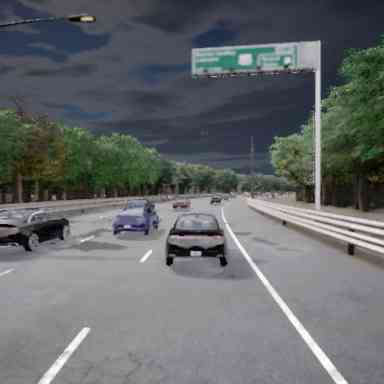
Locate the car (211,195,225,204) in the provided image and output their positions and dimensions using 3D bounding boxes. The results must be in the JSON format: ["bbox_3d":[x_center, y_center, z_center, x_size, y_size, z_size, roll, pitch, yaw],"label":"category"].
[{"bbox_3d":[4.672,1.437,63.390,1.837,1.490,4.892,0,0,8],"label":"car"}]

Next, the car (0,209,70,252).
[{"bbox_3d":[-6.692,1.461,13.702,2.128,1.511,4.902,0,0,2],"label":"car"}]

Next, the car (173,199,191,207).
[{"bbox_3d":[-1.287,1.547,43.836,1.895,1.301,4.718,0,0,6],"label":"car"}]

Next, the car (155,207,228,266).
[{"bbox_3d":[0.179,1.482,11.566,2.128,1.511,4.902,0,0,2],"label":"car"}]

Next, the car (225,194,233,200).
[{"bbox_3d":[8.668,1.400,86.530,2.128,1.511,4.902,0,0,12],"label":"car"}]

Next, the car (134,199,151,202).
[{"bbox_3d":[-5.461,1.494,37.065,2.033,1.411,5.357,0,0,6],"label":"car"}]

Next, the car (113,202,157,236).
[{"bbox_3d":[-3.004,1.501,18.326,1.812,1.442,4.674,0,0,3],"label":"car"}]
